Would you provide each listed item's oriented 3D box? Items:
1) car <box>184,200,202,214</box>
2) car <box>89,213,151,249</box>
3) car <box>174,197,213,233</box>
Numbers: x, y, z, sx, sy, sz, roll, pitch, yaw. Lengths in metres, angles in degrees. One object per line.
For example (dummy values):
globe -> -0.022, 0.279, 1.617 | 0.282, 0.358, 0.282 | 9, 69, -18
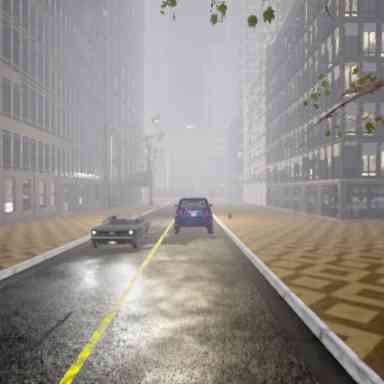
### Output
car -> 0.095, 1.708, 39.295 | 2.033, 1.411, 5.357 | 0, 0, 0
car -> -3.076, 1.658, 15.050 | 1.895, 1.301, 4.718 | 0, 0, 0
car -> 0.091, 1.300, 20.289 | 2.150, 2.045, 5.566 | 0, 0, 0
